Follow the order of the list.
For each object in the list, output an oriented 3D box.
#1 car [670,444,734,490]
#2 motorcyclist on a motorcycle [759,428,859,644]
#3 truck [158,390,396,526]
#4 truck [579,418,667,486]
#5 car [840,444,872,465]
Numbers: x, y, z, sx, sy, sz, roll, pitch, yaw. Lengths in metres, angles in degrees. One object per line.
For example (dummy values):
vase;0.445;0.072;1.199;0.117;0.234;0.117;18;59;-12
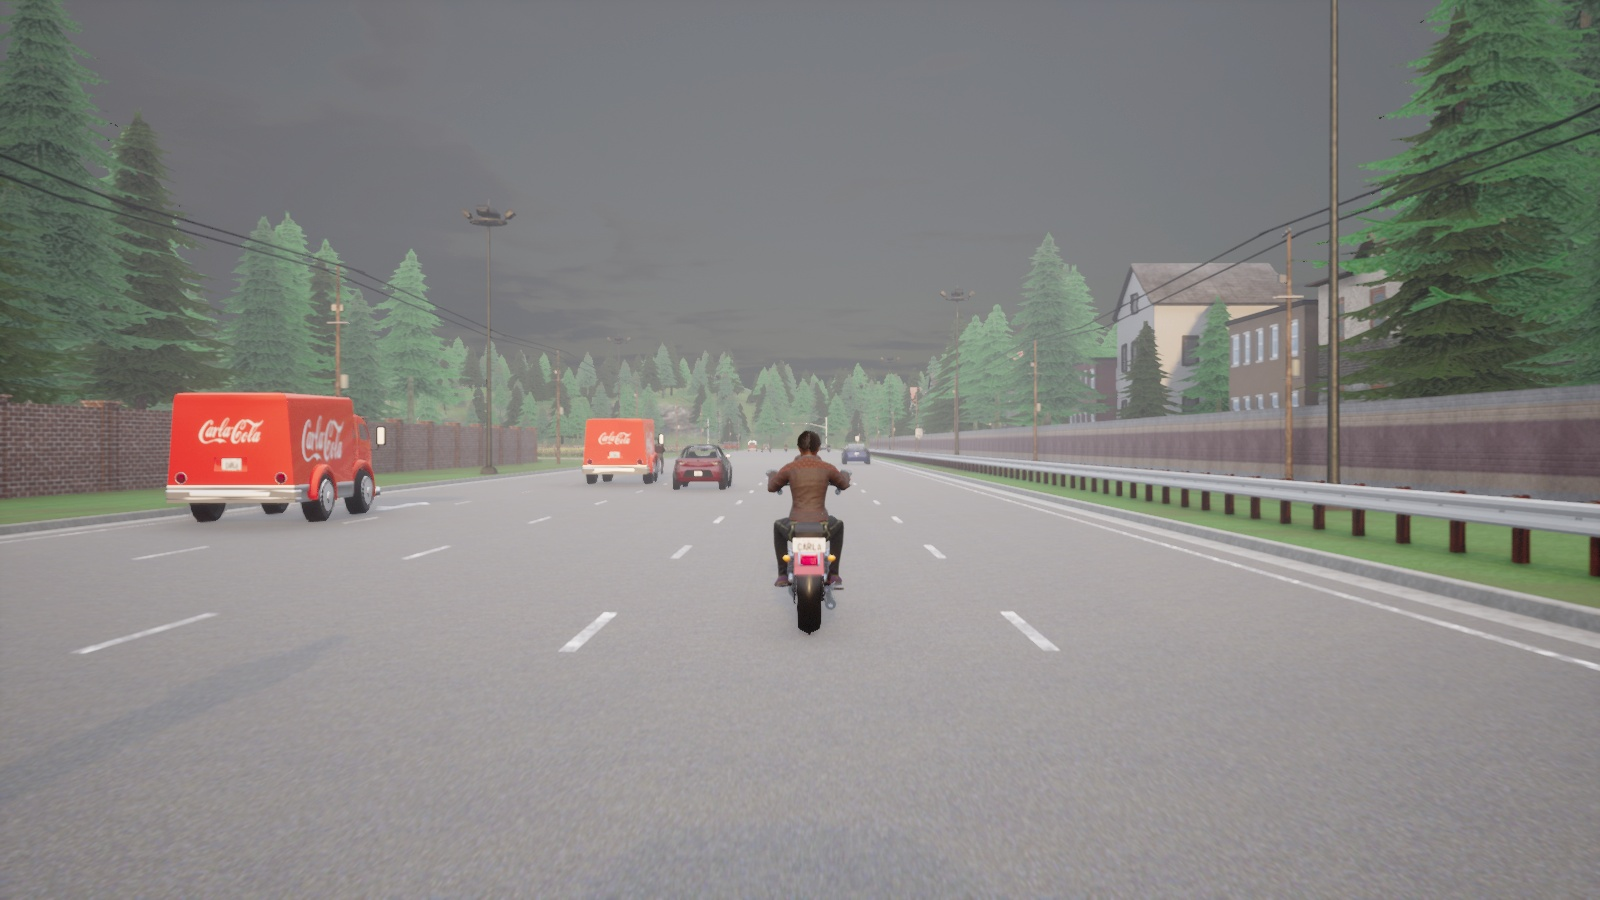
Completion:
car;-3.245;0.548;42.348;1.816;1.474;4.193;0;0;0
motorcyclist on a motorcycle;0.076;0.643;10.763;0.766;1.649;2.350;0;1;0
truck;-10.340;0.126;25.408;2.627;2.467;5.204;0;0;0
truck;-6.711;0.023;48.255;2.627;2.467;5.204;0;1;0
car;4.030;0.300;90.895;2.163;1.488;4.792;0;0;0
